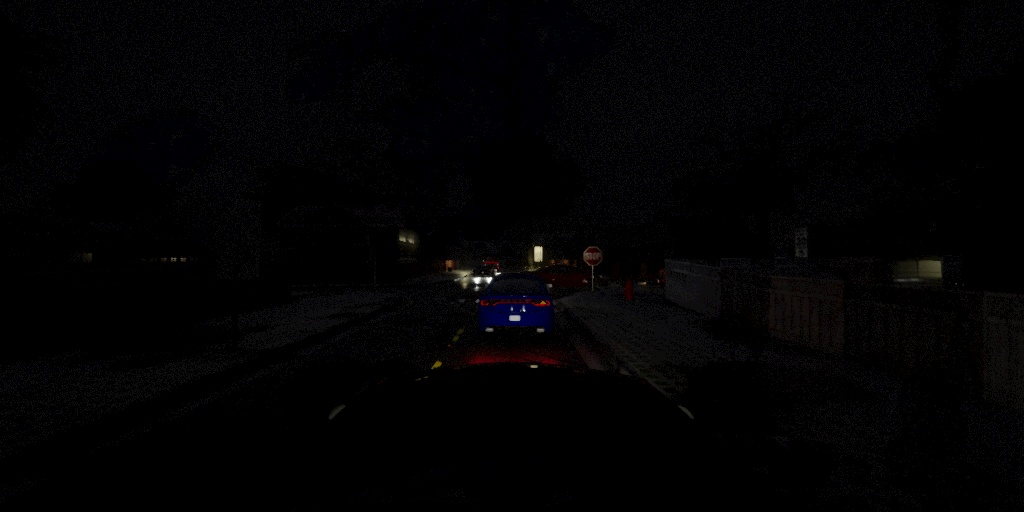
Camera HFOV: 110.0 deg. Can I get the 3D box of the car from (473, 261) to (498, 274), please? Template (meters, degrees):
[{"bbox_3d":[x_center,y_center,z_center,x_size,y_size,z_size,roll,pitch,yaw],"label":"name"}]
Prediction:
[{"bbox_3d":[-2.825,1.432,36.513,1.994,1.385,4.181,0,0,0],"label":"car"}]

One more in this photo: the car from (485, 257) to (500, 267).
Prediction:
[{"bbox_3d":[-2.883,1.209,50.986,2.150,2.045,5.566,0,-1,-3],"label":"car"}]

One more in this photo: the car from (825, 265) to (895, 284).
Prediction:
[{"bbox_3d":[21.686,0.905,23.245,4.553,1.767,2.097,-1,-2,1],"label":"car"}]

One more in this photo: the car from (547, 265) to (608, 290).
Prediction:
[{"bbox_3d":[3.126,1.229,20.651,4.674,1.442,1.812,-2,0,12],"label":"car"}]

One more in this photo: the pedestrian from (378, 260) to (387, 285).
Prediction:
[{"bbox_3d":[-9.651,1.200,26.591,0.375,1.860,0.375,0,-1,1],"label":"pedestrian"}]

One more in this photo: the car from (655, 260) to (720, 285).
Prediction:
[{"bbox_3d":[11.783,1.028,23.383,4.553,1.767,2.097,-1,-2,1],"label":"car"}]

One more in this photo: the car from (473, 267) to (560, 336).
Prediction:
[{"bbox_3d":[0.175,1.241,10.472,1.882,1.535,5.008,0,0,3],"label":"car"}]
